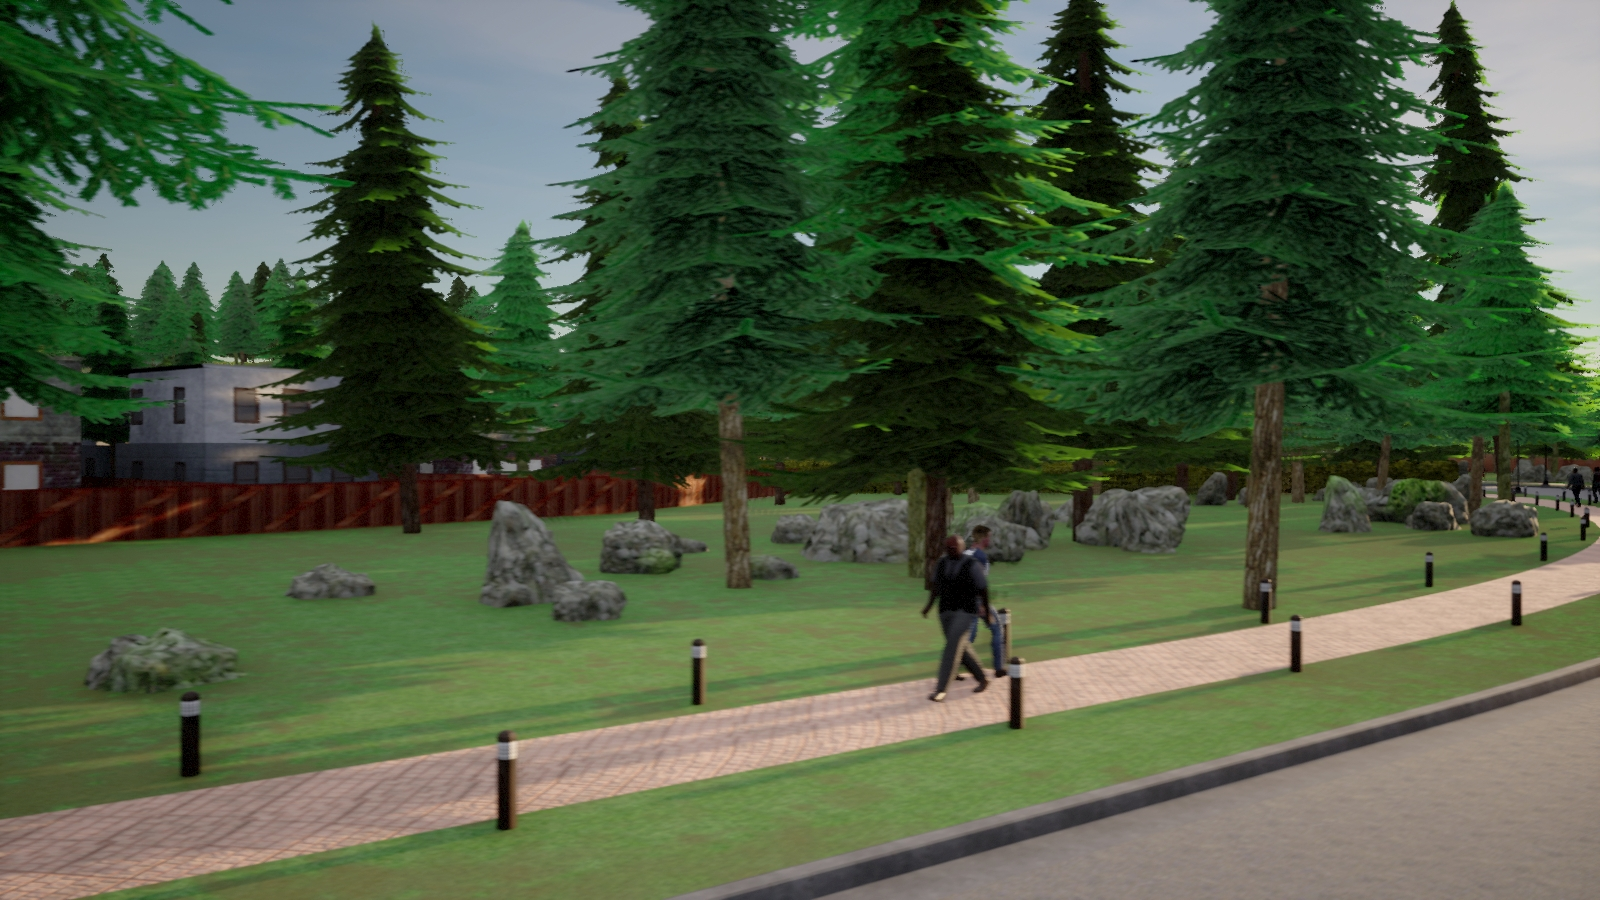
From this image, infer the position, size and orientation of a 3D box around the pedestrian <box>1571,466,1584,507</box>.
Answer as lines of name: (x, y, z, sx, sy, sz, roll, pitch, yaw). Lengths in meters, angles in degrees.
pedestrian: (35.365, 1.664, 51.994, 0.375, 1.860, 0.375, 0, 0, 12)

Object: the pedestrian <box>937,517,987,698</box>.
pedestrian: (1.731, 1.663, 12.197, 0.375, 1.860, 0.375, 0, 0, -44)

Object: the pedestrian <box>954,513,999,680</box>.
pedestrian: (2.028, 1.664, 13.126, 0.375, 1.860, 0.375, 0, 0, -23)

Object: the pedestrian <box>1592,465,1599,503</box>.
pedestrian: (39.156, 1.664, 56.040, 0.375, 1.860, 0.375, 0, 0, 5)
